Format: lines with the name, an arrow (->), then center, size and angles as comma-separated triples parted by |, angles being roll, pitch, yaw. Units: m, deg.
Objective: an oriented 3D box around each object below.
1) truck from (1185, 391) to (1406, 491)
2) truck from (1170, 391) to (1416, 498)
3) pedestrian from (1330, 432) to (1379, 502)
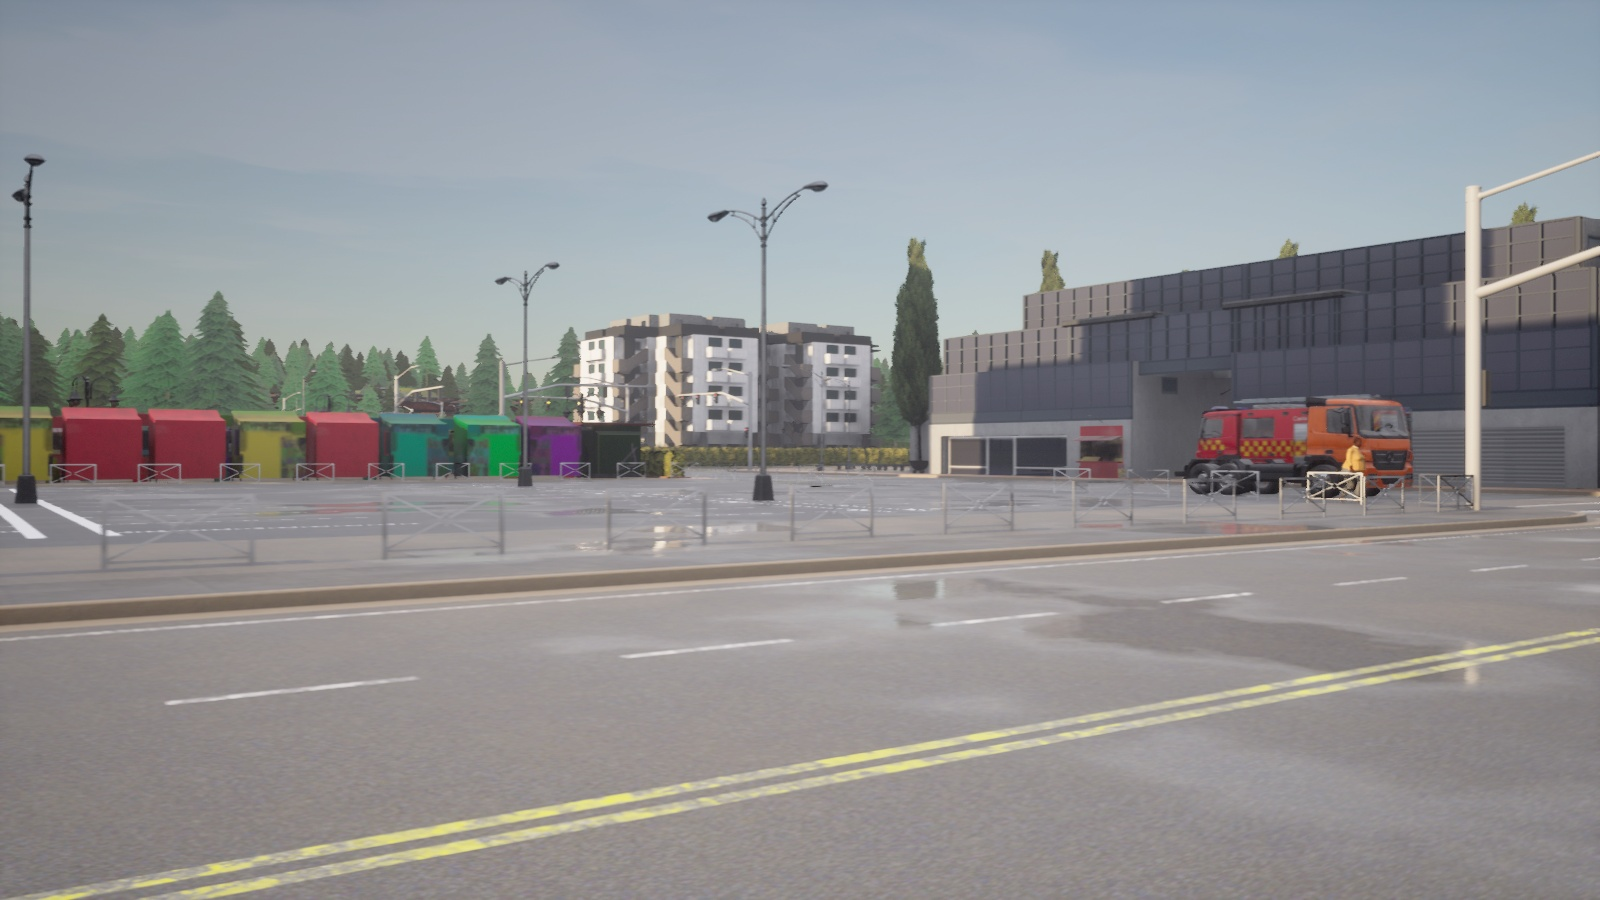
truck -> 20.512, -0.334, 52.618 | 2.891, 3.827, 8.468 | 0, 0, -33
truck -> 17.308, -0.164, 44.751 | 2.891, 3.462, 7.936 | 0, 0, -33
pedestrian -> 15.135, 0.455, 34.283 | 0.874, 1.855, 0.900 | 0, 0, -35
